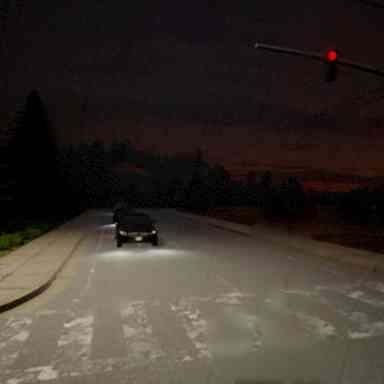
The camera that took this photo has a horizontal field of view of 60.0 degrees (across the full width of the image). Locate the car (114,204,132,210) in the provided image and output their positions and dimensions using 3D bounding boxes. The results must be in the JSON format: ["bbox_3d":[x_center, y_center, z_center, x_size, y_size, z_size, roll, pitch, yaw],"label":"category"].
[{"bbox_3d":[-5.935,2.022,29.548,1.994,1.385,4.181,0,-1,-13],"label":"car"}]

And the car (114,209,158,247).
[{"bbox_3d":[-2.862,1.790,16.681,1.812,1.442,4.674,0,-1,-14],"label":"car"}]
